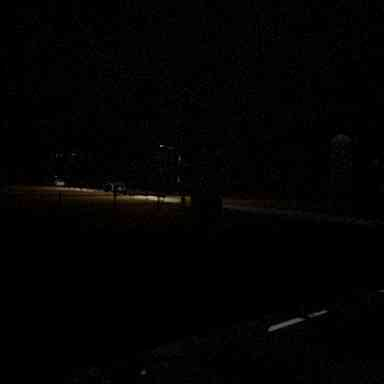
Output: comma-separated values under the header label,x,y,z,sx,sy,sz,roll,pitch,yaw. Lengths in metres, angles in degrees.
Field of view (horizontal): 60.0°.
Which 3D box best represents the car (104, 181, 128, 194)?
label,x,y,z,sx,sy,sz,roll,pitch,yaw
car,-12.428,-0.740,54.268,2.150,2.045,5.566,2,1,-36
